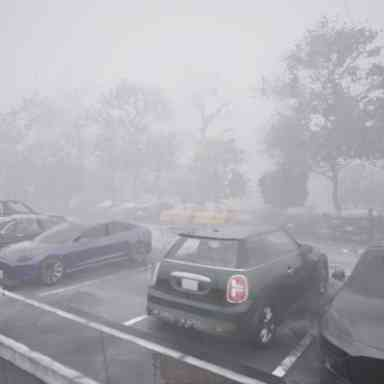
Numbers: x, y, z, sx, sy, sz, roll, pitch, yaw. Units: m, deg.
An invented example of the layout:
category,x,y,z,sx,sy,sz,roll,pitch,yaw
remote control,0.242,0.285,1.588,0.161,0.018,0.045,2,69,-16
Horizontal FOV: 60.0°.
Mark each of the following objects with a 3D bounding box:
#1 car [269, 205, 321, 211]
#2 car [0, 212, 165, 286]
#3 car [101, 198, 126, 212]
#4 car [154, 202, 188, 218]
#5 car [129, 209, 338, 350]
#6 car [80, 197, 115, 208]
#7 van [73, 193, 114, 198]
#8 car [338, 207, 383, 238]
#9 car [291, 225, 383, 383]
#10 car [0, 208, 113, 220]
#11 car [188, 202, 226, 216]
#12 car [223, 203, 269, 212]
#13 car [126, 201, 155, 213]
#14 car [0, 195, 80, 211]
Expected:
category,x,y,z,sx,sy,sz,roll,pitch,yaw
car,6.537,1.555,19.124,2.097,1.535,5.008,0,0,36
car,-3.294,1.589,10.076,2.163,1.488,4.792,0,0,36
car,-4.726,1.473,27.349,2.002,1.452,4.674,1,1,36
car,-0.010,1.510,24.135,1.946,1.575,5.366,1,0,36
car,1.215,1.428,6.785,2.185,1.767,4.553,0,0,36
car,-6.976,1.421,28.990,2.002,1.452,4.674,1,1,36
van,-9.208,1.108,30.458,1.878,1.987,4.442,1,1,36
car,8.791,1.549,17.480,2.097,1.535,5.008,0,0,36
car,3.469,1.568,5.143,2.163,1.488,4.792,-1,0,36
car,-5.525,1.546,11.732,2.231,1.521,4.892,0,0,36
car,2.249,1.535,22.488,1.946,1.575,5.366,1,0,36
car,4.268,1.582,20.750,2.163,1.488,4.792,0,0,36
car,-2.358,1.508,25.654,2.163,1.488,4.792,1,1,36
car,-7.756,1.268,13.402,2.435,2.045,5.566,1,0,36
